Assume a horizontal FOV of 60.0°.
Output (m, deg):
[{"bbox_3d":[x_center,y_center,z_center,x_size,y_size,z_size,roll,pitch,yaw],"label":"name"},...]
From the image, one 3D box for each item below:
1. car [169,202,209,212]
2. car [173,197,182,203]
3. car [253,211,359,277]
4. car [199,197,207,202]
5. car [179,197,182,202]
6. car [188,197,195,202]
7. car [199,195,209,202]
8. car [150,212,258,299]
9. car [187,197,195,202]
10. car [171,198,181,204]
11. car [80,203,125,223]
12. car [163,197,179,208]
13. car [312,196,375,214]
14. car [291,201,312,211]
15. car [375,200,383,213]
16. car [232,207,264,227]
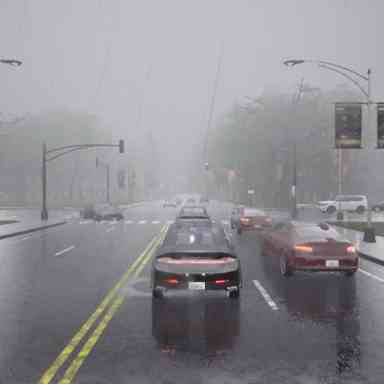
[{"bbox_3d":[0.061,1.528,17.895,2.128,1.511,4.902,0,0,0],"label":"car"},{"bbox_3d":[-3.432,1.992,81.779,2.033,1.411,5.357,0,-1,0],"label":"car"},{"bbox_3d":[3.324,1.538,10.208,1.812,1.442,4.674,0,0,0],"label":"car"},{"bbox_3d":[3.043,2.005,92.990,2.033,1.411,5.357,0,-1,0],"label":"car"},{"bbox_3d":[-3.452,1.741,61.391,2.128,1.511,4.902,0,0,0],"label":"car"},{"bbox_3d":[-0.207,2.018,92.983,1.994,1.385,4.181,0,-1,0],"label":"car"},{"bbox_3d":[3.067,1.689,82.603,2.150,2.045,5.566,0,-1,0],"label":"car"},{"bbox_3d":[0.081,1.501,8.487,2.128,1.511,4.902,0,0,0],"label":"car"},{"bbox_3d":[-0.182,1.940,82.529,1.882,1.535,5.008,0,-1,0],"label":"car"},{"bbox_3d":[-3.409,1.891,71.302,1.994,1.385,4.181,0,-1,0],"label":"car"},{"bbox_3d":[-7.287,1.613,26.608,2.033,1.411,5.357,0,0,-37],"label":"car"},{"bbox_3d":[-3.459,1.790,52.039,1.895,1.301,4.718,0,0,0],"label":"car"},{"bbox_3d":[17.024,1.420,37.599,5.566,2.045,2.150,0,0,-1],"label":"car"},{"bbox_3d":[14.776,1.795,40.820,4.718,1.301,1.895,0,0,0],"label":"car"},{"bbox_3d":[23.907,1.718,40.912,5.008,1.535,1.882,0,0,0],"label":"car"},{"bbox_3d":[3.318,1.566,19.016,1.812,1.442,4.674,0,0,1],"label":"car"}]
